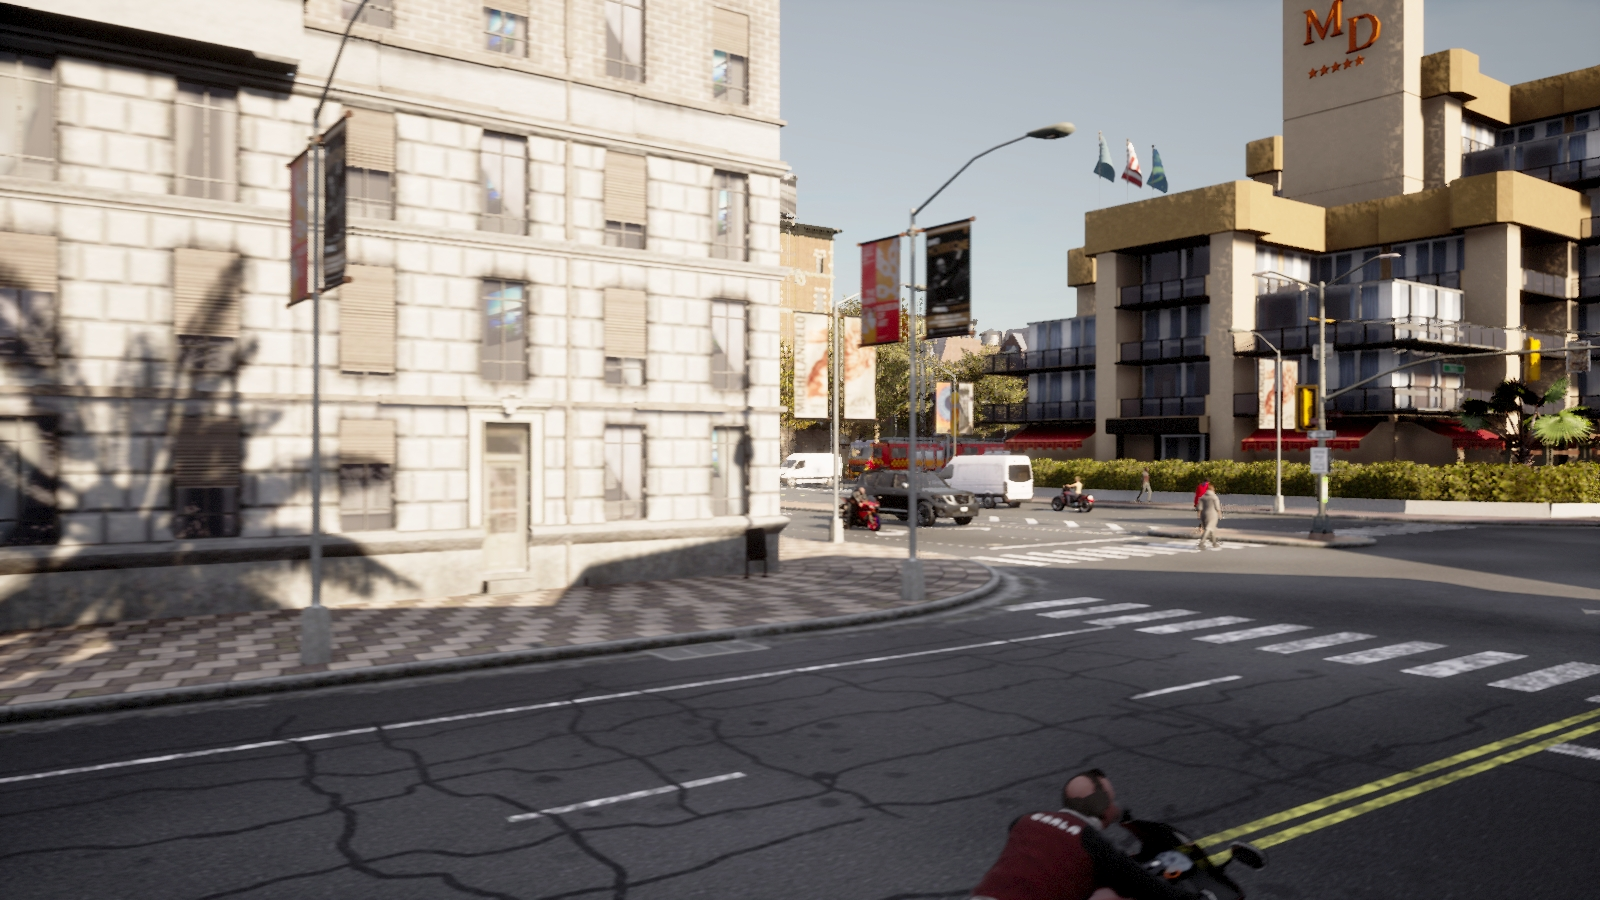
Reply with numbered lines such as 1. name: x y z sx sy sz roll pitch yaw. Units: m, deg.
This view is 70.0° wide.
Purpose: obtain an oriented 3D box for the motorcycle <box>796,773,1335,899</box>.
1. motorcycle: 1.134 2.205 4.588 2.209 1.251 0.867 0 0 -36

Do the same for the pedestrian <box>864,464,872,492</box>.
1. pedestrian: 4.541 1.851 76.707 0.375 1.860 0.375 0 0 -42

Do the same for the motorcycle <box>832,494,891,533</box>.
1. motorcycle: 2.122 2.206 39.938 0.867 1.251 2.209 0 0 -36

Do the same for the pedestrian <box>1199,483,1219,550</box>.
1. pedestrian: 11.448 1.849 31.995 0.375 1.860 0.375 0 0 -40

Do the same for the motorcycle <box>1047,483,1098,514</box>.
1. motorcycle: 12.209 2.171 51.256 0.764 1.277 2.356 0 0 -34

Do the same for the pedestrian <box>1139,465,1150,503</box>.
1. pedestrian: 17.211 1.697 57.051 0.375 1.860 0.375 0 0 -38

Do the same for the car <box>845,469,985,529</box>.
1. car: 4.265 1.780 43.410 2.150 2.045 5.566 0 0 -36

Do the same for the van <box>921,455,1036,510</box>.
1. van: 8.716 1.535 56.337 1.988 2.561 5.915 0 0 -36

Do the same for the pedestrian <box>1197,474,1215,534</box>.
1. pedestrian: 12.754 1.704 35.897 0.375 1.860 0.375 0 0 -40
